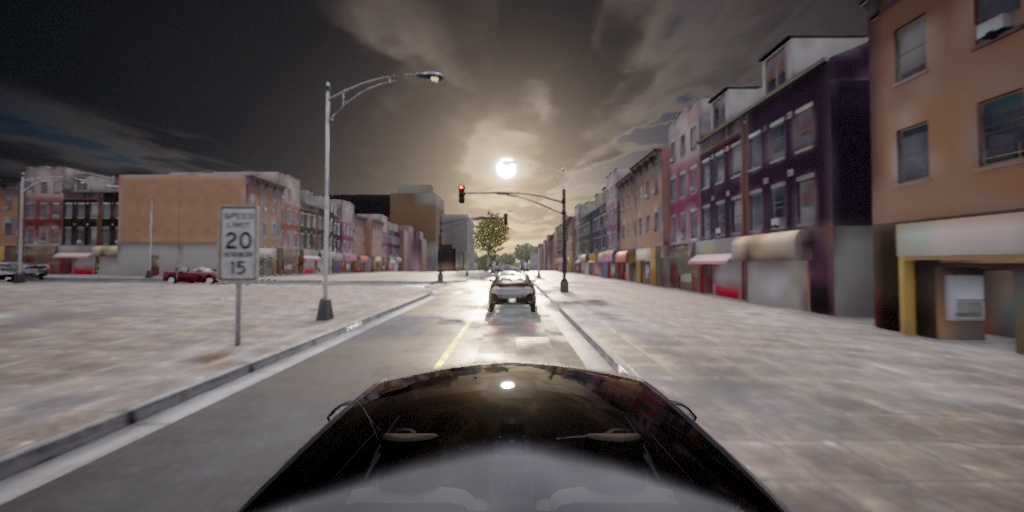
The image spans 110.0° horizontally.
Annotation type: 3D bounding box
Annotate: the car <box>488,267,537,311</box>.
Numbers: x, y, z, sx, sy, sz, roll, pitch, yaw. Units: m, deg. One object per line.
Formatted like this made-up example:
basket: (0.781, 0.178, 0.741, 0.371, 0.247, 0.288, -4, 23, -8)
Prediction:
car: (0.029, 1.420, 15.375, 2.128, 1.511, 4.902, 0, -1, 1)

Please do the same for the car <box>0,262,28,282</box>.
car: (-39.709, 1.278, 26.721, 4.313, 1.339, 1.948, 0, 0, 0)

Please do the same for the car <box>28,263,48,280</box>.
car: (-41.285, 1.249, 29.397, 4.902, 1.511, 2.128, 1, -1, 1)

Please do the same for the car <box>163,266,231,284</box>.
car: (-23.230, 1.415, 26.649, 4.507, 1.381, 1.888, 0, 0, 0)
